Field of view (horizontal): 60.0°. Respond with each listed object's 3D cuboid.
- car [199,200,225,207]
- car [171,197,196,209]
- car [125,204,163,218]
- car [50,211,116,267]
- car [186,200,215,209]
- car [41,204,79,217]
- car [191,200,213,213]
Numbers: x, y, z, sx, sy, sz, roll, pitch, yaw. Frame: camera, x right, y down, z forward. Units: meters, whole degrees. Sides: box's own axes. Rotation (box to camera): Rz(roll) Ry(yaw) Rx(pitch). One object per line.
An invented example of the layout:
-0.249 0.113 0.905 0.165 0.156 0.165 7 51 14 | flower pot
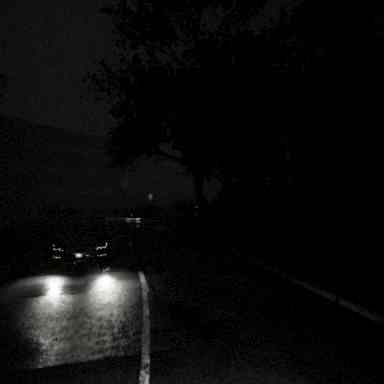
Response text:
4.016 2.334 67.181 4.674 1.452 2.002 -1 -1 25 | car
-0.860 1.968 56.986 5.566 2.045 2.435 -1 -1 25 | car
-5.231 2.069 37.216 2.033 1.411 5.357 -1 -1 24 | car
-3.853 1.657 12.183 1.837 1.490 4.892 0 -1 -12 | car
1.588 2.259 62.079 5.008 1.535 2.097 -1 -1 25 | car
-15.922 2.223 40.384 2.128 1.511 4.902 -1 -1 27 | car
1.987 2.110 44.903 1.812 1.442 4.674 -1 -1 26 | car
